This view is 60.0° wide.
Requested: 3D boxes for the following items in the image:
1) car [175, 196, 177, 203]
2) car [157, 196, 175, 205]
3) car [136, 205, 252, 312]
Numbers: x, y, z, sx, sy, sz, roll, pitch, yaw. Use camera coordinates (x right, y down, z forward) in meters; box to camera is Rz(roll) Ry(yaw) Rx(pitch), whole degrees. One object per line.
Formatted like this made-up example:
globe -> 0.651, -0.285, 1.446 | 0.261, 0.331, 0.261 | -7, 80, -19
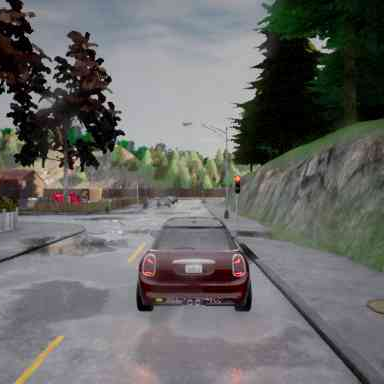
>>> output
car -> -4.061, 1.526, 59.098 | 1.812, 1.442, 4.674 | 0, 0, 0
car -> -4.086, 1.491, 49.068 | 2.128, 1.511, 4.902 | 0, 0, 0
car -> 0.055, 1.352, 7.899 | 2.097, 1.767, 4.553 | 0, 0, 1
